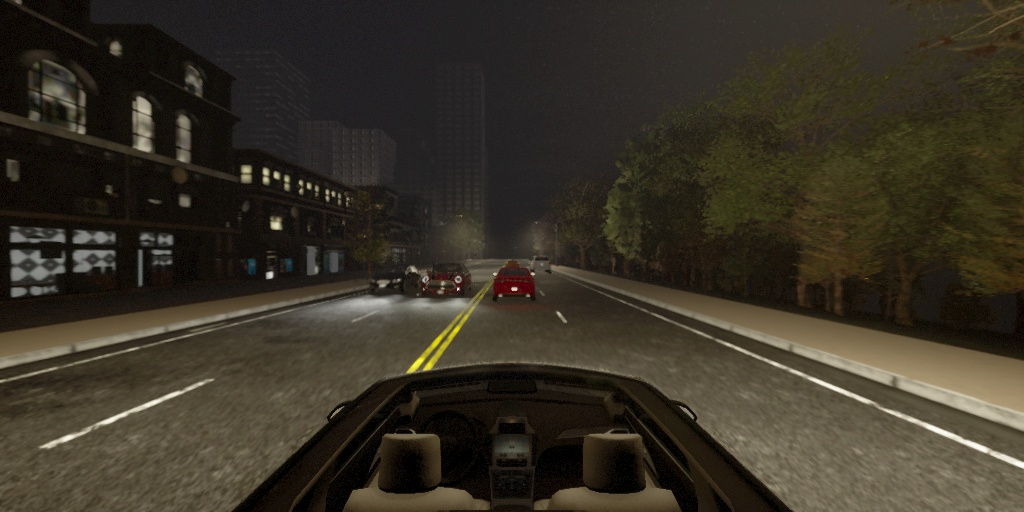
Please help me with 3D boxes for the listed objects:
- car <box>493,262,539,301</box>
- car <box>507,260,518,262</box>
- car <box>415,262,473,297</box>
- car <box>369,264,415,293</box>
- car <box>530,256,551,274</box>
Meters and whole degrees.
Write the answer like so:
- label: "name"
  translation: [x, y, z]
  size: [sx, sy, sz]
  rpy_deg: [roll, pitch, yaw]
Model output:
- label: "car"
  translation: [0.097, 1.236, 17.503]
  size: [1.882, 1.535, 5.008]
  rpy_deg: [0, 0, 0]
- label: "car"
  translation: [0.094, 1.246, 47.802]
  size: [1.882, 1.535, 5.008]
  rpy_deg: [0, 0, 0]
- label: "car"
  translation: [-3.348, 1.111, 19.040]
  size: [2.097, 1.767, 4.553]
  rpy_deg: [0, 0, 0]
- label: "car"
  translation: [-6.598, 1.252, 20.772]
  size: [2.128, 1.511, 4.902]
  rpy_deg: [0, 0, 0]
- label: "car"
  translation: [3.345, 0.989, 42.606]
  size: [2.150, 2.045, 5.566]
  rpy_deg: [0, 0, 0]
